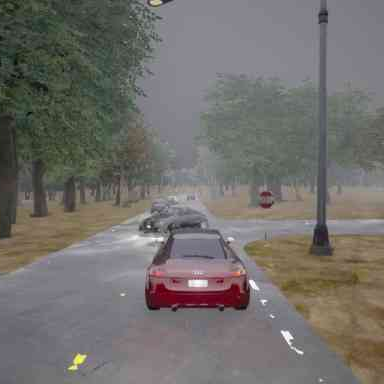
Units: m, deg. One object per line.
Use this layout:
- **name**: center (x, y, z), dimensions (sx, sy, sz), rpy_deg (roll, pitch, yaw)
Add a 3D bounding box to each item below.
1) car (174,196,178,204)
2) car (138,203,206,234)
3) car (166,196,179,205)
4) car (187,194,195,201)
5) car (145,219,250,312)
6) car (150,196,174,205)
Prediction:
- **car**: center (-3.191, 1.442, 44.946), dimensions (2.033, 1.411, 5.357), rpy_deg (0, 0, 0)
- **car**: center (-0.962, 1.542, 18.194), dimensions (1.994, 1.385, 4.181), rpy_deg (0, 0, 38)
- **car**: center (-3.213, 1.369, 54.912), dimensions (1.812, 1.442, 4.674), rpy_deg (0, 0, 0)
- **car**: center (-0.174, 1.199, 75.314), dimensions (1.837, 1.490, 4.892), rpy_deg (0, 0, 0)
- **car**: center (0.090, 1.558, 7.796), dimensions (1.994, 1.385, 4.181), rpy_deg (0, 0, 0)
- **car**: center (-3.175, 1.432, 34.656), dimensions (1.837, 1.490, 4.892), rpy_deg (1, 0, 0)
